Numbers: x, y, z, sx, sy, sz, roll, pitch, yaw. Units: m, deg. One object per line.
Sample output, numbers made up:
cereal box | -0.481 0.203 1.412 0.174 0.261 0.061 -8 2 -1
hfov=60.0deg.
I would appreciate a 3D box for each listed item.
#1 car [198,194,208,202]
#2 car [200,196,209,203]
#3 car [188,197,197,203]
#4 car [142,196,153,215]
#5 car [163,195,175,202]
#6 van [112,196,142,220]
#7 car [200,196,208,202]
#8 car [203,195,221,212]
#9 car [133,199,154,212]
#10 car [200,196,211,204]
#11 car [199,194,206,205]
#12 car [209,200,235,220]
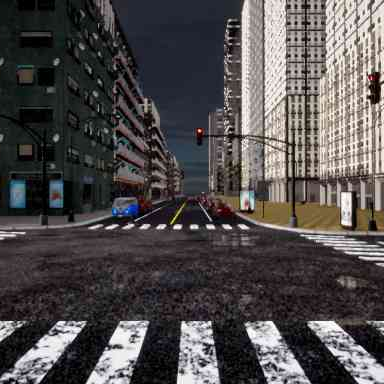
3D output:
car | 2.747 1.414 83.675 2.192 1.841 5.009 0 0 0
car | 2.739 1.625 72.620 1.887 1.381 4.507 0 0 0
car | 0.140 1.676 69.702 1.895 1.301 4.718 0 0 0
car | -5.662 1.344 33.933 2.192 1.841 5.009 0 0 0
car | -5.637 1.530 78.153 1.967 1.590 4.097 0 0 0
van | -5.666 1.365 28.405 1.690 1.788 3.998 0 0 0
car | 2.742 1.671 78.147 1.802 1.307 4.206 0 0 0
car | 2.721 1.475 39.455 1.967 1.590 4.097 0 0 0
car | -5.661 1.579 39.461 1.887 1.381 4.507 0 0 0
car | 2.736 1.622 67.092 2.008 1.369 4.403 0 0 0
car | 2.730 1.495 56.037 1.967 1.590 4.097 0 0 0
car | 2.713 1.605 28.399 1.802 1.307 4.206 0 0 0
